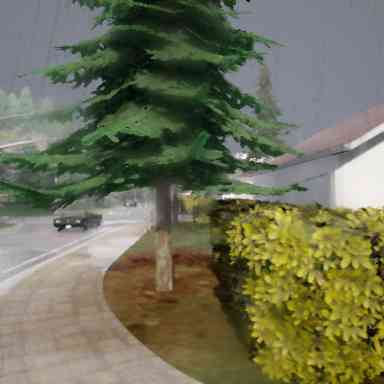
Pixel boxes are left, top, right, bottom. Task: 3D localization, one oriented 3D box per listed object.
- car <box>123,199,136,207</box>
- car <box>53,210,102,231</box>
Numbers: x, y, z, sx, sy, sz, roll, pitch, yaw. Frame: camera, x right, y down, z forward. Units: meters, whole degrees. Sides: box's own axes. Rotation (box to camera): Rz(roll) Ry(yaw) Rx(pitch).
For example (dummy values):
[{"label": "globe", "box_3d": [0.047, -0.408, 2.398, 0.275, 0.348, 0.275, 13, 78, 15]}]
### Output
[{"label": "car", "box_3d": [-11.652, 2.106, 62.565, 2.128, 1.511, 4.902, -1, 0, 0]}, {"label": "car", "box_3d": [-7.528, 1.848, 22.418, 1.895, 1.301, 4.718, -1, 0, -1]}]
